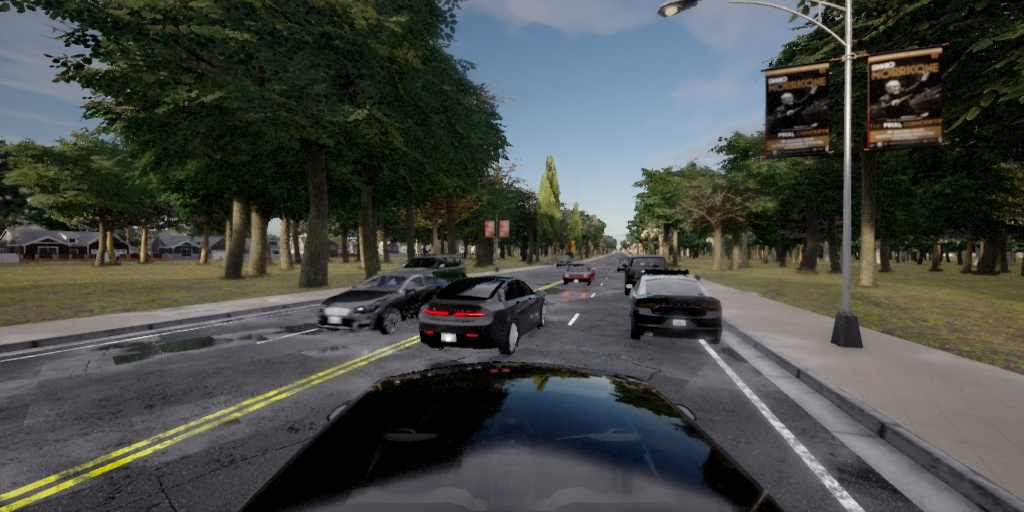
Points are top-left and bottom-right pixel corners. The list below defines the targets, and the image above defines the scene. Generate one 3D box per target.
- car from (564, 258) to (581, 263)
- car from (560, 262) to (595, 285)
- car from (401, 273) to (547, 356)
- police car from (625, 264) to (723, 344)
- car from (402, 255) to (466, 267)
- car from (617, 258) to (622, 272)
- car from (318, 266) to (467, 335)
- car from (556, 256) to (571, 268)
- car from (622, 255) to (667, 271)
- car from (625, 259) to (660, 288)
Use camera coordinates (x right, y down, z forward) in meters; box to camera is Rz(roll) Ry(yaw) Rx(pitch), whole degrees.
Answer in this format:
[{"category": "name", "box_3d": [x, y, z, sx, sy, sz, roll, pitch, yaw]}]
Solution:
[{"category": "car", "box_3d": [8.836, 1.363, 49.850, 1.895, 1.301, 4.718, 0, 0, 17]}, {"category": "car", "box_3d": [4.942, 1.352, 25.924, 1.895, 1.301, 4.718, 0, 0, 17]}, {"category": "car", "box_3d": [-0.424, 1.252, 8.814, 1.837, 1.490, 4.892, 0, 0, 17]}, {"category": "police car", "box_3d": [4.227, 1.174, 9.866, 1.930, 1.638, 5.238, 0, 0, 17]}, {"category": "car", "box_3d": [-4.274, 0.972, 18.935, 2.150, 2.045, 5.566, 0, 0, 17]}, {"category": "car", "box_3d": [14.419, 1.324, 45.544, 1.994, 1.385, 4.181, 0, 0, 19]}, {"category": "car", "box_3d": [-3.432, 1.241, 10.762, 2.128, 1.511, 4.902, 0, 0, 17]}, {"category": "car", "box_3d": [8.906, 0.994, 60.856, 2.150, 2.045, 5.566, 0, 0, 18]}, {"category": "car", "box_3d": [7.198, 0.974, 19.331, 2.150, 2.045, 5.566, 0, 0, 17]}, {"category": "car", "box_3d": [8.975, 1.102, 25.001, 2.097, 1.767, 4.553, 0, 0, 17]}]
